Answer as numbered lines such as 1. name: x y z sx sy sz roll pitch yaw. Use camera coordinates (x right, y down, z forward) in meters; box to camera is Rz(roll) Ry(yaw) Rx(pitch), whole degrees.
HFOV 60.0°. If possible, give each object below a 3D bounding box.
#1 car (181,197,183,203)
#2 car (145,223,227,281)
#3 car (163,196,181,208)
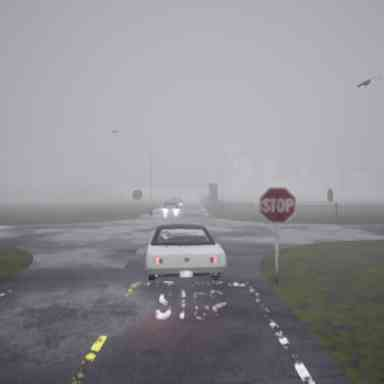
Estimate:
1. car: -2.770 1.400 63.079 1.994 1.385 4.181 0 0 0
2. car: -0.362 1.574 9.777 1.895 1.301 4.718 0 0 -6
3. car: -2.832 1.480 45.438 1.895 1.301 4.718 0 0 0
